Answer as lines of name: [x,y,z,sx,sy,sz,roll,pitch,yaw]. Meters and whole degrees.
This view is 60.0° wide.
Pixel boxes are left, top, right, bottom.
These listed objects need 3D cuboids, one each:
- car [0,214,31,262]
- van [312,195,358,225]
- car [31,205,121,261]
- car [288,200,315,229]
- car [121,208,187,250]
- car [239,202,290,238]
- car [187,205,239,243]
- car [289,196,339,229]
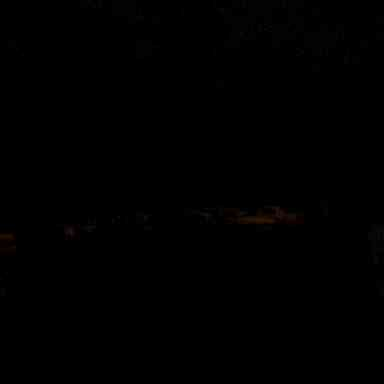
car: [-7.754,1.502,10.841,5.366,1.575,1.946,-1,0,35]
van: [9.061,1.214,23.144,4.442,1.987,1.878,-1,-1,32]
car: [-5.178,1.368,12.459,4.553,1.767,2.185,-1,0,34]
car: [4.128,1.459,19.672,5.366,1.575,1.946,-1,0,33]
car: [-2.811,1.525,14.226,4.674,1.452,2.002,-1,0,34]
car: [2.086,1.462,17.682,5.366,1.575,1.946,-1,-1,33]
car: [-0.436,1.517,15.994,4.674,1.452,2.002,-1,0,33]
car: [6.656,1.324,21.361,4.553,1.767,2.185,-1,0,32]
